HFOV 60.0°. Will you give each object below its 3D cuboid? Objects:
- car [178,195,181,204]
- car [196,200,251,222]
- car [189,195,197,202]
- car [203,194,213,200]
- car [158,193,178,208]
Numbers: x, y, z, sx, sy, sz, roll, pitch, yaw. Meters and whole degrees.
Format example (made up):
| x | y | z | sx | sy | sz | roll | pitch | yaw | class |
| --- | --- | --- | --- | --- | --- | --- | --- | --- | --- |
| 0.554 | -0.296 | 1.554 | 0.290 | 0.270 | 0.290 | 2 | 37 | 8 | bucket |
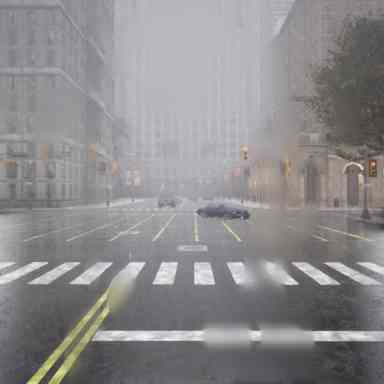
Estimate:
| x | y | z | sx | sy | sz | roll | pitch | yaw | class |
| --- | --- | --- | --- | --- | --- | --- | --- | --- | --- |
| -3.521 | 1.505 | 62.590 | 1.837 | 1.490 | 4.892 | 0 | 0 | 1 | car |
| 2.464 | 1.601 | 26.675 | 1.895 | 1.301 | 4.718 | 0 | 0 | -35 | car |
| 0.217 | 1.449 | 78.594 | 2.128 | 1.511 | 4.902 | 0 | 0 | 1 | car |
| 3.717 | 1.280 | 78.527 | 2.097 | 1.767 | 4.553 | 0 | 0 | 1 | car |
| -3.573 | 1.221 | 47.547 | 2.150 | 2.045 | 5.566 | 0 | 0 | 0 | car |
